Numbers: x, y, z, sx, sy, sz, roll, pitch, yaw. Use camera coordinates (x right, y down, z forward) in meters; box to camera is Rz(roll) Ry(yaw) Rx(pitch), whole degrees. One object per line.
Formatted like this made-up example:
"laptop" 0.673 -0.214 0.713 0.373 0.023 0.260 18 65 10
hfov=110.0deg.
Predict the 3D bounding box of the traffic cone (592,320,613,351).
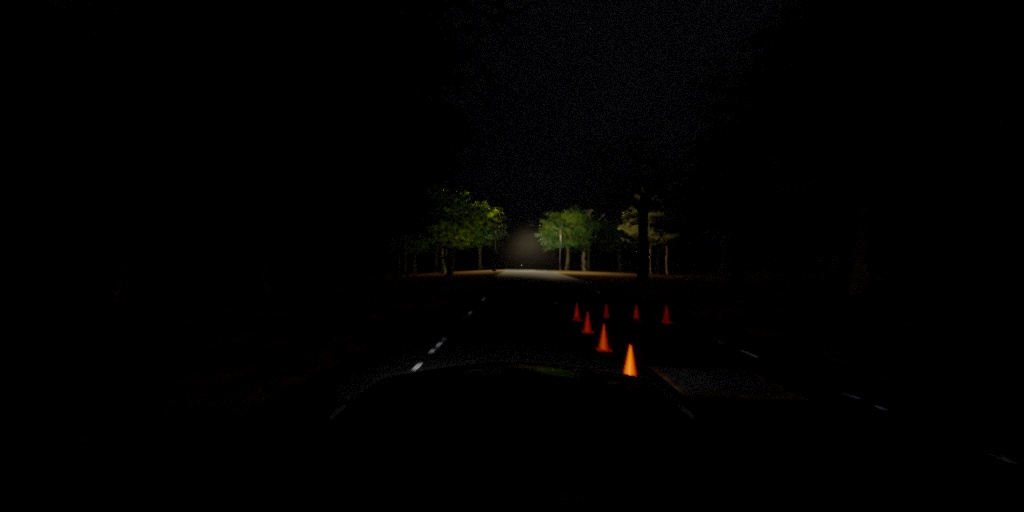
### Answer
"traffic cone" 2.075 1.829 8.138 0.340 0.580 0.340 0 0 2

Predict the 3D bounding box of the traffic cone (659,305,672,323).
"traffic cone" 5.179 1.945 12.056 0.340 0.580 0.340 0 0 2

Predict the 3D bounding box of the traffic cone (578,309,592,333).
"traffic cone" 2.128 1.854 10.138 0.340 0.580 0.340 0 0 2

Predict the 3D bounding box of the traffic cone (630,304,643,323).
"traffic cone" 4.179 1.923 12.083 0.340 0.580 0.340 0 0 2

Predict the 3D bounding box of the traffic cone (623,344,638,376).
"traffic cone" 2.023 1.805 6.139 0.340 0.580 0.340 0 0 2

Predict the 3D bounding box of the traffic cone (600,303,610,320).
"traffic cone" 3.180 1.900 12.110 0.340 0.580 0.340 0 0 2

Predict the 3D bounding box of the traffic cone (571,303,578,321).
"traffic cone" 2.181 1.878 12.137 0.340 0.580 0.340 0 0 2
